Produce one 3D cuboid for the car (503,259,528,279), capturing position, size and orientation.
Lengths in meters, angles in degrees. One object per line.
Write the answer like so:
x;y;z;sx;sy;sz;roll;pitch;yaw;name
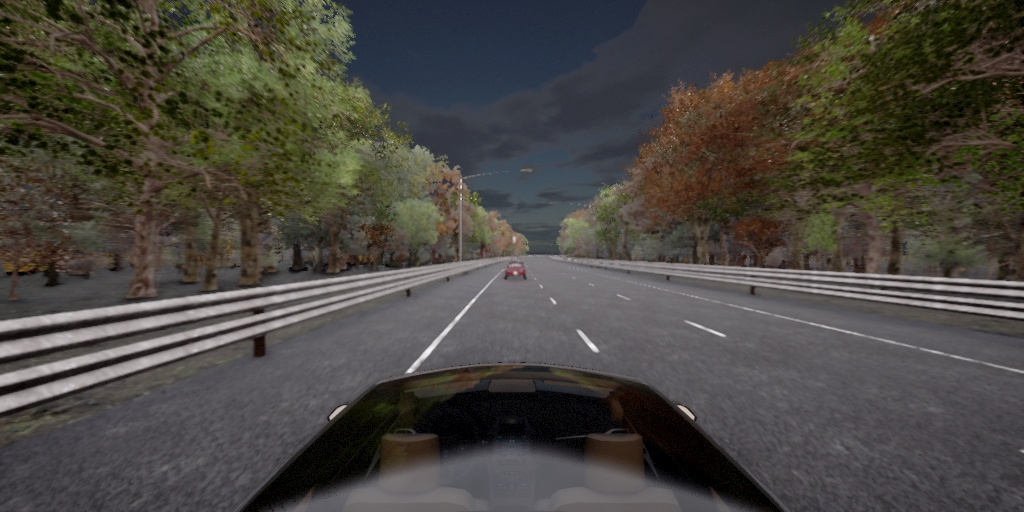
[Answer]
0.314;1.209;31.461;1.812;1.442;4.674;0;0;1;car
